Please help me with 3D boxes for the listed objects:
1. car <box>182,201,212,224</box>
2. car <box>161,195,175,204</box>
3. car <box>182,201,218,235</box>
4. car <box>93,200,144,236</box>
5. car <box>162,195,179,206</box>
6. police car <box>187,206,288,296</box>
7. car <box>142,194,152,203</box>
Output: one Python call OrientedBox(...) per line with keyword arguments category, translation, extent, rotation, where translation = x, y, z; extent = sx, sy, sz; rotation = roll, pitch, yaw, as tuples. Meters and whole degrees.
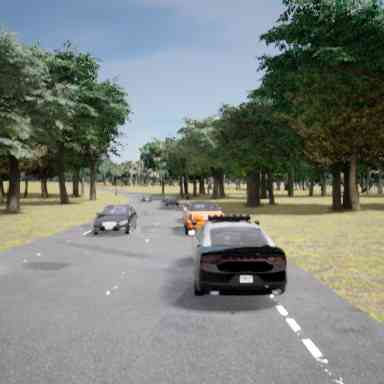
OrientedBox(category="car", translation=(0.275, 1.440, 24.743), extent=(1.812, 1.442, 4.674), rotation=(0, 0, -4))
OrientedBox(category="car", translation=(-4.261, 1.260, 58.819), extent=(2.033, 1.411, 5.357), rotation=(0, 0, -9))
OrientedBox(category="car", translation=(0.602, 1.292, 18.680), extent=(2.097, 1.767, 4.553), rotation=(0, 0, -3))
OrientedBox(category="car", translation=(-4.072, 1.439, 18.292), extent=(2.128, 1.511, 4.902), rotation=(0, 0, -3))
OrientedBox(category="car", translation=(-2.941, 1.334, 48.595), extent=(2.033, 1.411, 5.357), rotation=(0, 0, -6))
OrientedBox(category="police car", translation=(0.951, 1.402, 8.756), extent=(1.930, 1.638, 5.238), rotation=(0, 0, -1))
OrientedBox(category="car", translation=(-8.364, 1.189, 61.654), extent=(2.128, 1.511, 4.902), rotation=(0, 1, -8))
